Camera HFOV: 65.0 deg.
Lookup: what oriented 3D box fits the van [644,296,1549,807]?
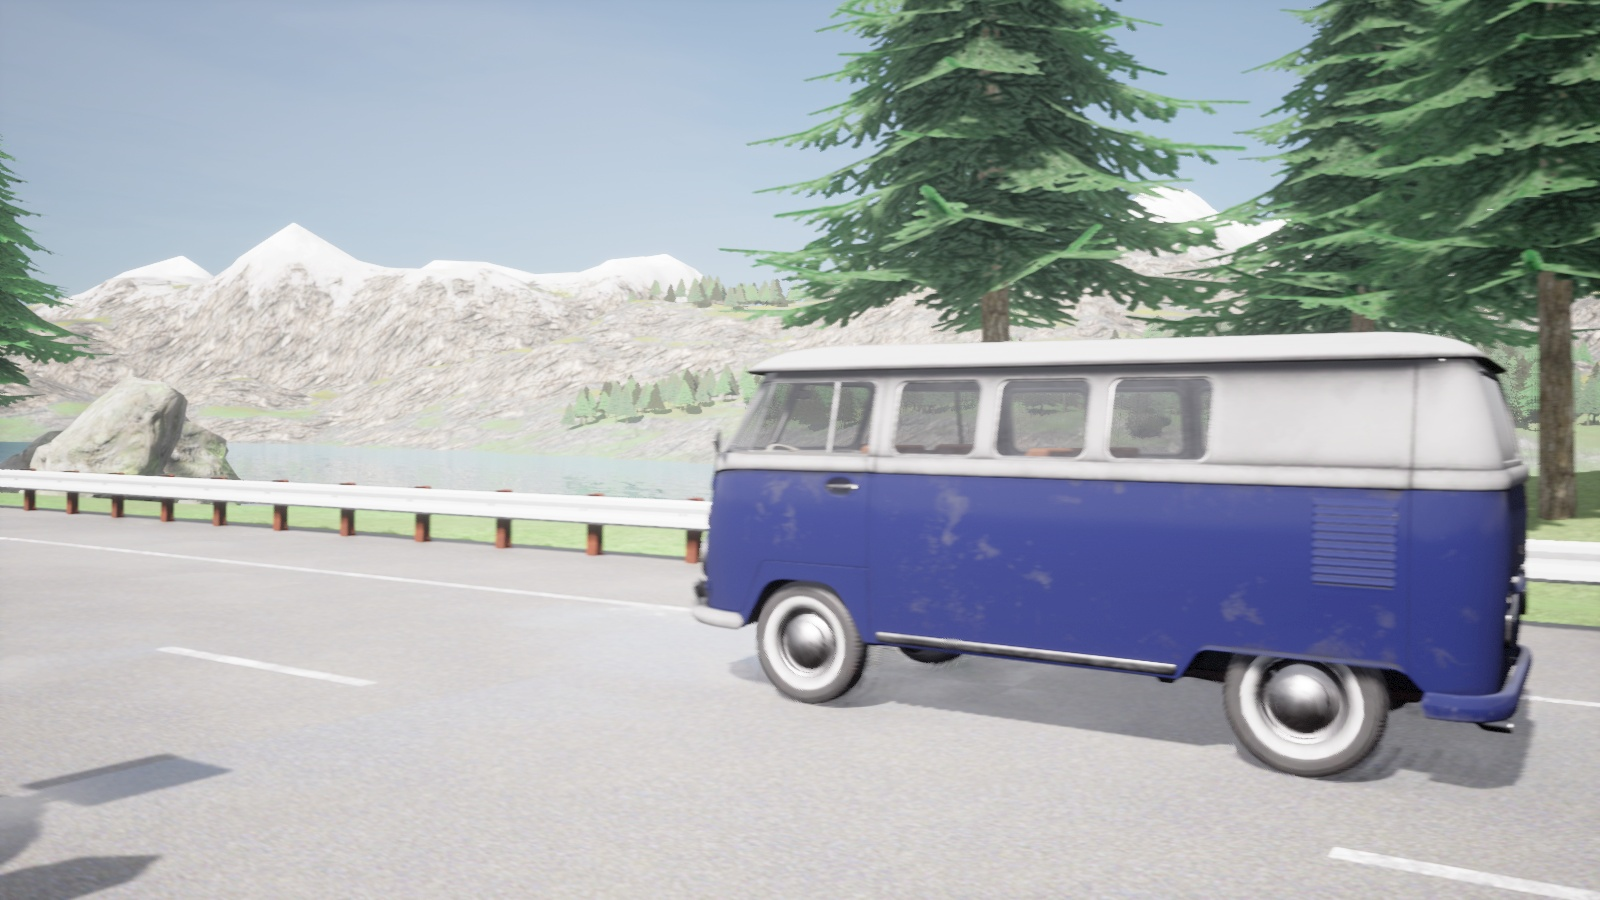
[{"bbox_3d":[1.450,0.378,6.825,4.442,1.987,1.775,0,1,33],"label":"van"}]
